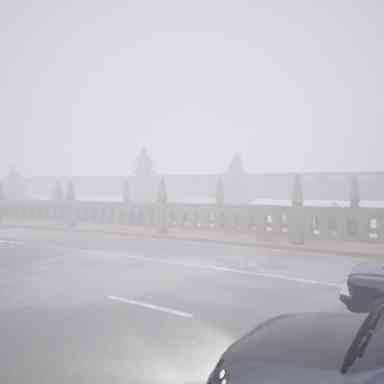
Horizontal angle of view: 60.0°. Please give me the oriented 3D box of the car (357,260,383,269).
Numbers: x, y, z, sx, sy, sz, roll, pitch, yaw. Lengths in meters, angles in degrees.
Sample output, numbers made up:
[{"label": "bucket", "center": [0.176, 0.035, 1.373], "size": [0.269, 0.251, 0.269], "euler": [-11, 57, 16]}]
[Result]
[{"label": "car", "center": [4.745, 1.571, 4.766], "size": [4.718, 1.301, 1.895], "euler": [0, 0, 36]}]

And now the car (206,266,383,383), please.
[{"label": "car", "center": [2.119, 1.549, 2.287], "size": [4.181, 1.385, 1.994], "euler": [0, 0, 36]}]
